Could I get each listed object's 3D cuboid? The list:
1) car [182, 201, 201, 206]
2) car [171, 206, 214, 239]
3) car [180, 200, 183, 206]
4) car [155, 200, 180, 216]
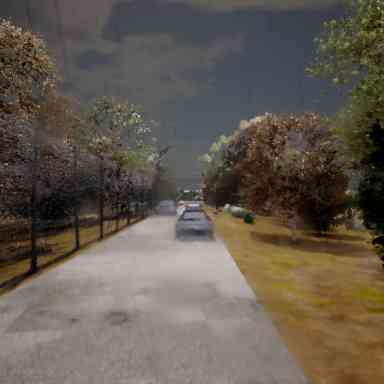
[{"bbox_3d":[0.210,1.855,35.596,1.812,1.442,4.674,0,-1,0],"label":"car"},{"bbox_3d":[0.131,1.652,18.039,1.994,1.385,4.181,0,-1,0],"label":"car"},{"bbox_3d":[-2.293,2.694,77.071,1.882,1.535,5.008,0,-1,1],"label":"car"},{"bbox_3d":[-2.731,1.689,36.164,2.097,1.767,4.553,0,-1,1],"label":"car"}]
